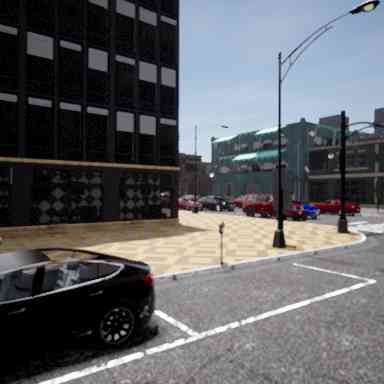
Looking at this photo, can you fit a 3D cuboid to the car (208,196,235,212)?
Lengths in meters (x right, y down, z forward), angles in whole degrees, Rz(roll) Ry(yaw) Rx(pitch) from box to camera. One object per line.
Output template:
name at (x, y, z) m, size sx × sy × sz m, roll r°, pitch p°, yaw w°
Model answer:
car at (2.398, 1.173, 34.049) m, size 1.837 × 1.490 × 4.892 m, roll 0°, pitch 1°, yaw -36°

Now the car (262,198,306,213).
car at (9.401, 1.324, 34.310) m, size 1.802 × 1.307 × 4.206 m, roll 1°, pitch 0°, yaw -36°

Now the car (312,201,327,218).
car at (7.902, 1.309, 26.555) m, size 1.812 × 1.442 × 4.674 m, roll 0°, pitch 1°, yaw -38°

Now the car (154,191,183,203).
car at (-3.733, 0.777, 52.184) m, size 2.192 × 1.841 × 5.009 m, roll 1°, pitch 0°, yaw -36°

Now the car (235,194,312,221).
car at (5.940, 1.089, 24.878) m, size 2.192 × 1.841 × 5.009 m, roll 1°, pitch 0°, yaw -36°

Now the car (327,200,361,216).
car at (12.687, 1.355, 29.842) m, size 1.887 × 1.381 × 4.507 m, roll 1°, pitch 0°, yaw -36°

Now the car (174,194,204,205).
car at (-0.454, 1.085, 47.716) m, size 2.008 × 1.369 × 4.403 m, roll 1°, pitch 0°, yaw -36°

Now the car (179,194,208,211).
car at (-0.636, 1.219, 33.816) m, size 1.802 × 1.307 × 4.206 m, roll 1°, pitch 0°, yaw -36°

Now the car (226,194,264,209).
car at (6.118, 1.114, 38.780) m, size 1.967 × 1.590 × 4.097 m, roll 1°, pitch 0°, yaw -36°

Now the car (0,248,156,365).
car at (-2.575, 1.566, 4.718) m, size 4.313 × 1.339 × 1.947 m, roll 0°, pitch 0°, yaw -36°
